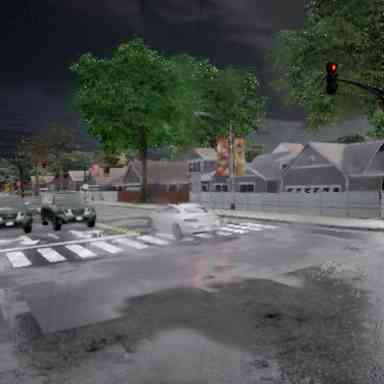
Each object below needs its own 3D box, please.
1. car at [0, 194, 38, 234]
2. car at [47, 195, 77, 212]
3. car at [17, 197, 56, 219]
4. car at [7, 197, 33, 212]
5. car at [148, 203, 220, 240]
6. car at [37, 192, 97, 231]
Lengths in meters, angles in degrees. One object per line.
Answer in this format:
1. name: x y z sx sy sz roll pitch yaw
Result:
1. car: -10.294 1.158 18.190 2.150 2.045 5.566 -3 2 -35
2. car: -13.744 1.146 34.975 1.837 1.490 4.892 -3 2 -35
3. car: -13.298 1.279 28.277 2.128 1.511 4.902 -3 2 -34
4. car: -18.975 1.335 36.531 1.994 1.385 4.181 -3 2 -34
5. car: -0.472 1.231 15.352 1.812 1.442 4.674 -2 2 -29
6. car: -7.498 1.029 19.858 2.150 2.045 5.566 -3 2 -34
